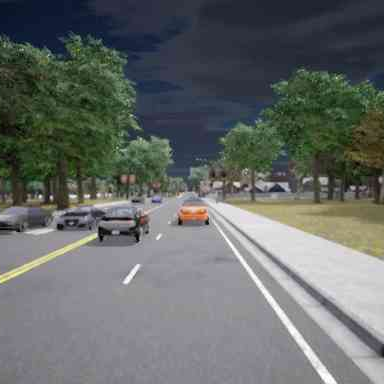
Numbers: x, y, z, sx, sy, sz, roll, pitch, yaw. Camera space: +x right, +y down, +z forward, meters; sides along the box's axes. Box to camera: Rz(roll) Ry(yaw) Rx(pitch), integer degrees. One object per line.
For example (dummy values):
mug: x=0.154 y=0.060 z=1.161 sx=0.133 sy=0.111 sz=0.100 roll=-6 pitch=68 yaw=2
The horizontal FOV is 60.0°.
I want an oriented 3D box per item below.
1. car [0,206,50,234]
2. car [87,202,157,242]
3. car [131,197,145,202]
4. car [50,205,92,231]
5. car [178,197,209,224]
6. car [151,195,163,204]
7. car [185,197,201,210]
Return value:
car: x=-9.846 y=1.500 z=19.331 sx=2.033 sy=1.411 sz=5.357 roll=0 pitch=0 yaw=0
car: x=-3.145 y=1.450 z=16.097 sx=2.128 sy=1.511 sz=4.902 roll=0 pitch=0 yaw=0
car: x=-9.764 y=1.534 z=59.832 sx=1.895 sy=1.301 sz=4.718 roll=0 pitch=0 yaw=1
car: x=-6.594 y=1.514 z=20.167 sx=1.994 sy=1.385 sz=4.181 roll=0 pitch=0 yaw=0
car: x=0.107 y=1.294 z=24.036 sx=2.097 sy=1.767 sz=4.553 roll=0 pitch=0 yaw=0
car: x=-6.508 y=1.420 z=61.739 sx=1.882 sy=1.535 sz=5.008 roll=0 pitch=0 yaw=0
car: x=0.109 y=1.426 z=42.437 sx=1.837 sy=1.490 sz=4.892 roll=0 pitch=0 yaw=0
